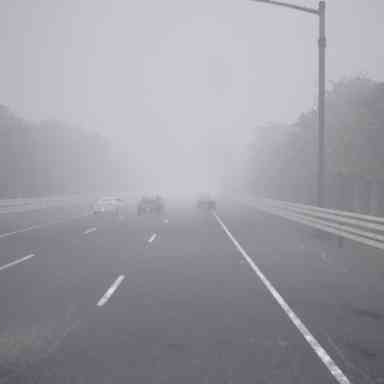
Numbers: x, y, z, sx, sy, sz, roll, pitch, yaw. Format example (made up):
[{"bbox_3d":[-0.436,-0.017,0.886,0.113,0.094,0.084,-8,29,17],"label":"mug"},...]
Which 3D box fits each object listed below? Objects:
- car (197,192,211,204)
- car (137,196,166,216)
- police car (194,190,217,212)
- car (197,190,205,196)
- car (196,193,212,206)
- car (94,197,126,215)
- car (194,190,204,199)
[{"bbox_3d":[1.658,0.813,46.885,1.812,1.442,4.674,0,1,2],"label":"car"},{"bbox_3d":[-3.257,1.071,27.424,2.128,1.511,4.902,0,1,1],"label":"car"},{"bbox_3d":[1.261,0.950,31.122,1.930,1.638,5.238,0,1,1],"label":"police car"},{"bbox_3d":[2.156,0.278,80.800,1.812,1.442,4.674,0,1,4],"label":"car"},{"bbox_3d":[1.484,0.903,40.934,1.812,1.442,4.674,0,1,2],"label":"car"},{"bbox_3d":[-6.752,1.099,27.647,1.812,1.442,4.674,0,1,1],"label":"car"},{"bbox_3d":[1.340,0.472,65.644,1.837,1.490,4.892,0,1,3],"label":"car"}]
